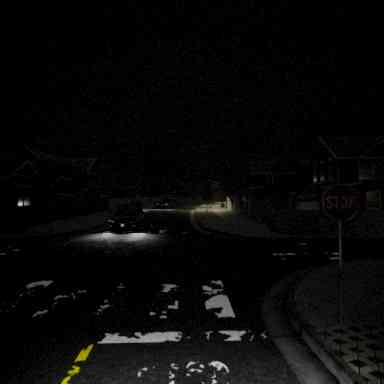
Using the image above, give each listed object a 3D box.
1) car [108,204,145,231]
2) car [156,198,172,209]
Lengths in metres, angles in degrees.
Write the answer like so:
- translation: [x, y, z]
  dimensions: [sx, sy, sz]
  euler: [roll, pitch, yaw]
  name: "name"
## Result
- translation: [-3.953, 1.562, 20.655]
  dimensions: [1.837, 1.490, 4.892]
  euler: [0, 0, -3]
  name: "car"
- translation: [-3.894, 1.578, 46.706]
  dimensions: [1.837, 1.490, 4.892]
  euler: [0, 0, 3]
  name: "car"
